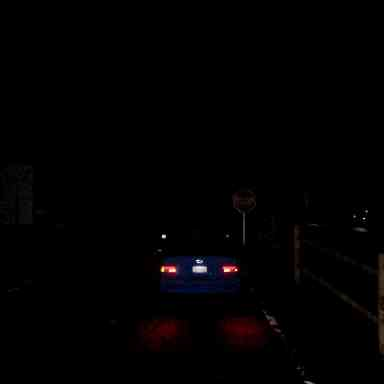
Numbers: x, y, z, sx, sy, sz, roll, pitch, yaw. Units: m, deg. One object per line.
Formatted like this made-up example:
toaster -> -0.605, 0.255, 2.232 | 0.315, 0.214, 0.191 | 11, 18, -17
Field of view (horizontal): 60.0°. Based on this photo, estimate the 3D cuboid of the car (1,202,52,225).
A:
car -> -11.750, 1.343, 21.976 | 4.674, 1.442, 1.812 | 1, -1, 1

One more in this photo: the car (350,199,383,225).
car -> 14.806, 1.507, 24.593 | 5.566, 2.045, 2.150 | 1, -1, 1

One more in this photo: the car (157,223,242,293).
car -> 0.109, 1.549, 8.970 | 2.033, 1.411, 5.357 | 0, 0, -1
